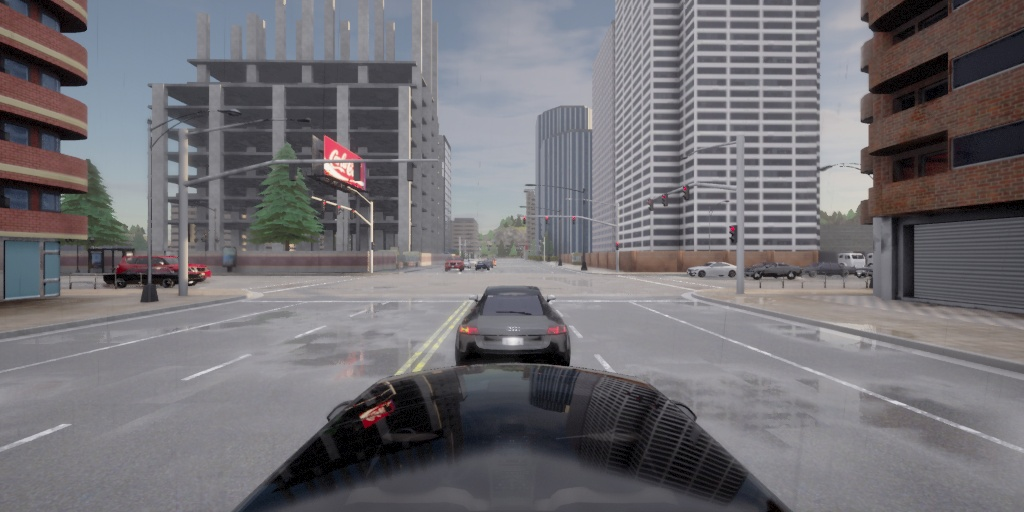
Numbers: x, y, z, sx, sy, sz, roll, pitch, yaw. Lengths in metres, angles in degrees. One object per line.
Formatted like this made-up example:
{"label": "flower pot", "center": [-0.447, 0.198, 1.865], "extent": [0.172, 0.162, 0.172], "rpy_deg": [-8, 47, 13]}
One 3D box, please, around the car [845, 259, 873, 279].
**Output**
{"label": "car", "center": [32.227, 1.241, 30.739], "extent": [4.902, 1.511, 2.128], "rpy_deg": [0, 0, -1]}

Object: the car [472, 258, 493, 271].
{"label": "car", "center": [-4.048, 1.351, 50.038], "extent": [1.895, 1.301, 4.718], "rpy_deg": [0, 0, -1]}

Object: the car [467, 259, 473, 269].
{"label": "car", "center": [-7.605, 1.275, 57.265], "extent": [1.812, 1.442, 4.674], "rpy_deg": [0, 0, 0]}

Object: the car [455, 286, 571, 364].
{"label": "car", "center": [0.011, 1.314, 7.655], "extent": [1.994, 1.385, 4.181], "rpy_deg": [0, 0, 0]}

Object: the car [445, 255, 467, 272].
{"label": "car", "center": [-7.558, 0.971, 47.587], "extent": [2.150, 2.045, 5.566], "rpy_deg": [0, 0, -4]}

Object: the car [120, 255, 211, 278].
{"label": "car", "center": [-25.382, 0.972, 26.202], "extent": [5.566, 2.045, 2.150], "rpy_deg": [0, 0, -1]}

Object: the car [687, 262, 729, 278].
{"label": "car", "center": [19.089, 1.276, 34.042], "extent": [4.674, 1.442, 1.812], "rpy_deg": [0, 0, -1]}

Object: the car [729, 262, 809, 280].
{"label": "car", "center": [21.854, 1.241, 30.601], "extent": [4.902, 1.511, 2.128], "rpy_deg": [0, 0, -1]}

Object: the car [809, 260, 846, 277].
{"label": "car", "center": [29.671, 1.297, 34.210], "extent": [5.357, 1.411, 2.033], "rpy_deg": [0, 0, -1]}

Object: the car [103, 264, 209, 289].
{"label": "car", "center": [-22.576, 1.351, 22.745], "extent": [4.718, 1.301, 1.895], "rpy_deg": [0, 0, -1]}

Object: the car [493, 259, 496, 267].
{"label": "car", "center": [-4.122, 1.314, 59.963], "extent": [1.994, 1.385, 4.181], "rpy_deg": [0, 0, 0]}
